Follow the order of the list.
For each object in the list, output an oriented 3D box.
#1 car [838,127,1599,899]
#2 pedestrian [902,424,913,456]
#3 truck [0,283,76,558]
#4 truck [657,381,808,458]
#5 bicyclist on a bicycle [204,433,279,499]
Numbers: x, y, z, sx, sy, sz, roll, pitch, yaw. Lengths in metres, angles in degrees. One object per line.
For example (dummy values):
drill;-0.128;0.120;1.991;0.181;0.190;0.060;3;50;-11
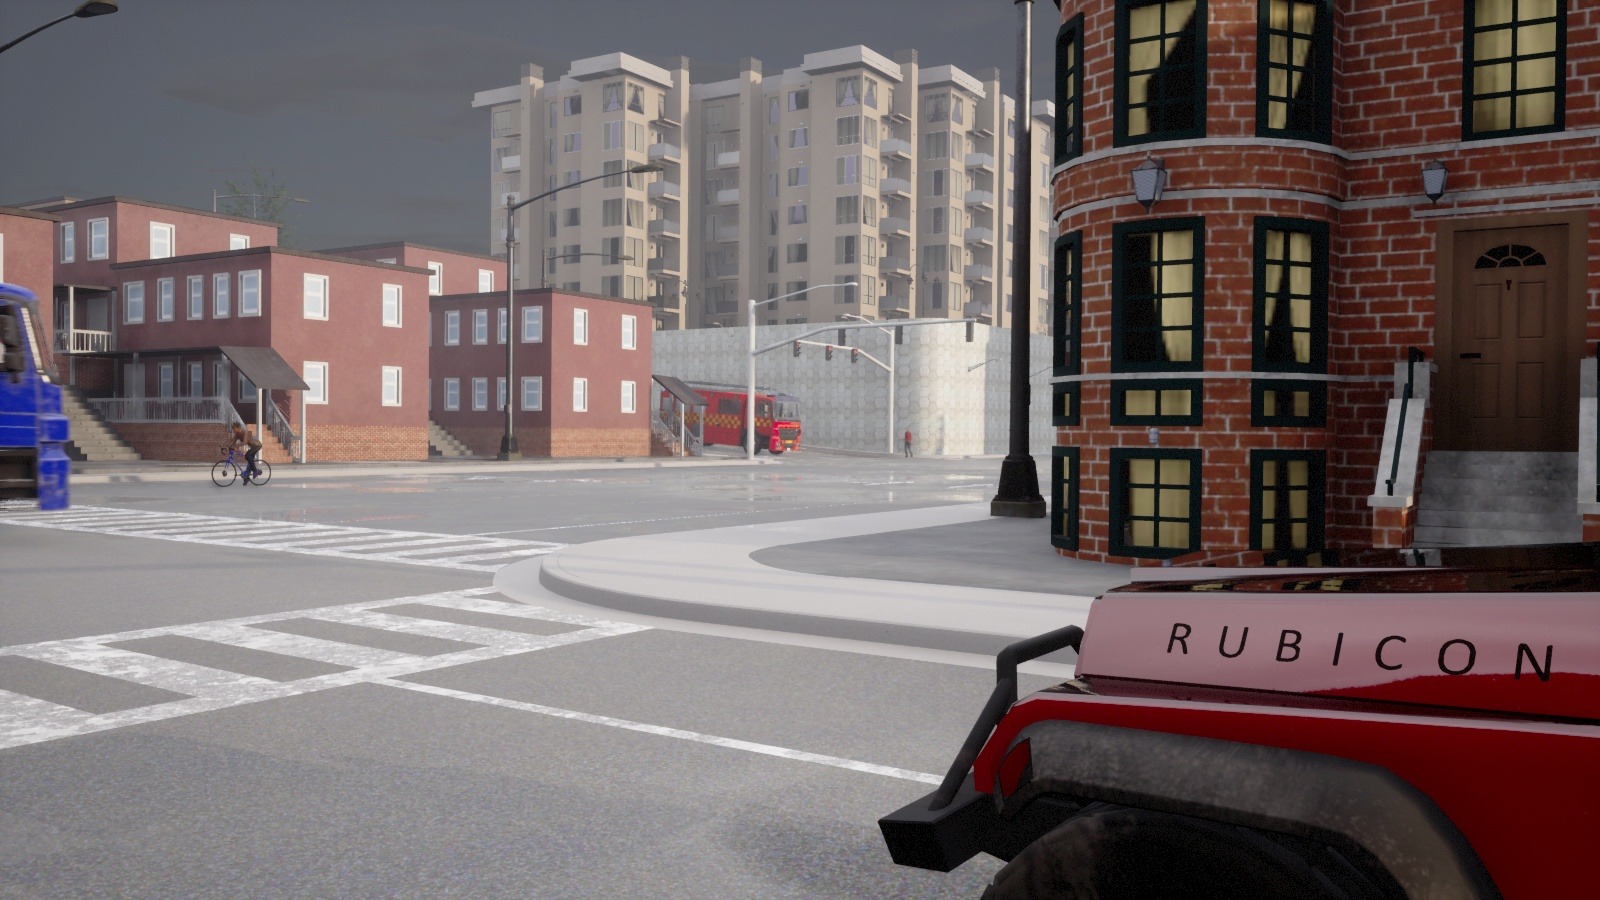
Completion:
car;2.219;0.478;2.153;3.866;1.878;1.905;0;1;33
pedestrian;6.215;-0.600;72.647;0.331;1.846;0.636;0;1;33
truck;-13.535;-0.338;15.395;7.936;3.462;2.891;-1;1;-32
truck;-4.007;-1.806;72.816;8.468;3.827;2.891;6;4;33
bicyclist on a bicycle;-14.082;0.379;31.706;0.582;1.620;1.656;0;1;33
